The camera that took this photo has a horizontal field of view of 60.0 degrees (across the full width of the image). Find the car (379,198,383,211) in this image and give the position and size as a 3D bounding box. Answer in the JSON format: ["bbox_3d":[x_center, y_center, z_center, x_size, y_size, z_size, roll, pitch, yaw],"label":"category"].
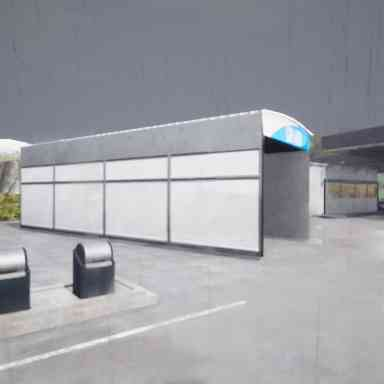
[{"bbox_3d":[25.015,1.680,43.821,4.611,1.667,2.242,0,0,-37],"label":"car"}]
